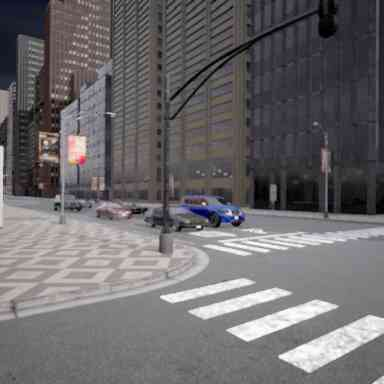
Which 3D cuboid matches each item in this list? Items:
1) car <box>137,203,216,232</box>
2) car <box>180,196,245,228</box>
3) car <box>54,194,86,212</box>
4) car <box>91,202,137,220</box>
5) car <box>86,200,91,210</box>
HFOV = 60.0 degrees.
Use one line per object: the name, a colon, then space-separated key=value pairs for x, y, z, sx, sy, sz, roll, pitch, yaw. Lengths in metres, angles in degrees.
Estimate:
car: x=-1.152 y=1.577 z=20.804 sx=2.033 sy=1.411 sz=5.357 roll=1 pitch=-1 yaw=-35
car: x=1.175 y=1.279 z=23.127 sx=2.150 sy=2.045 sz=5.566 roll=1 pitch=-1 yaw=-36
car: x=-15.215 y=1.337 z=40.497 sx=2.150 sy=2.045 sz=5.566 roll=1 pitch=1 yaw=-35
car: x=-6.851 y=1.594 z=28.769 sx=1.812 sy=1.442 sz=4.674 roll=1 pitch=0 yaw=-36
car: x=-15.359 y=1.697 z=46.330 sx=1.812 sy=1.442 sz=4.674 roll=1 pitch=-1 yaw=-35
